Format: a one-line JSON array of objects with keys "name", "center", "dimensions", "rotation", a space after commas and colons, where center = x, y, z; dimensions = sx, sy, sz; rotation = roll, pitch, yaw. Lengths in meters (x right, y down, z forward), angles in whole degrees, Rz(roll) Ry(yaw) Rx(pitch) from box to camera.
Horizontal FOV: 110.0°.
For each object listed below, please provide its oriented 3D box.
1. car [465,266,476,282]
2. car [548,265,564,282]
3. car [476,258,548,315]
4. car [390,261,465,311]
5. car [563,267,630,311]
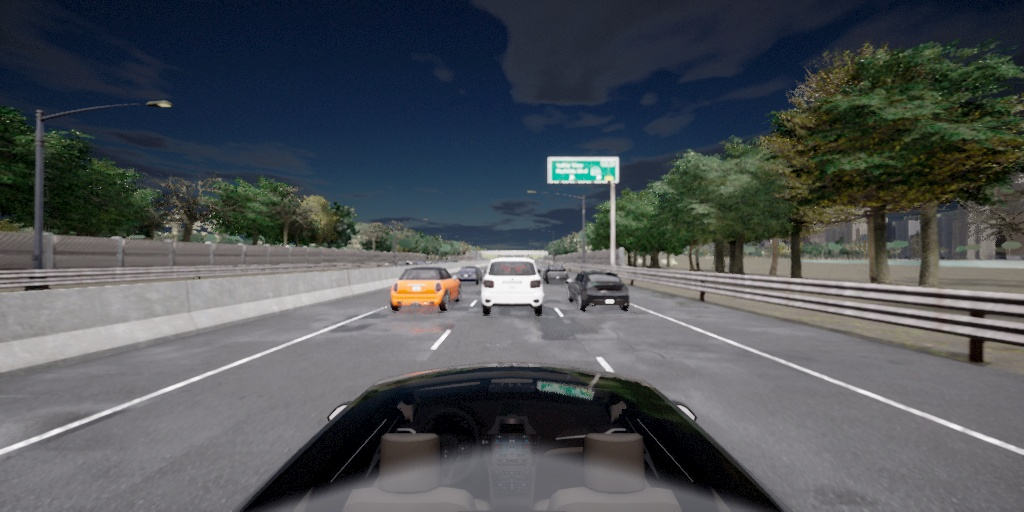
[{"name": "car", "center": [-3.421, 1.542, 29.299], "dimensions": [2.033, 1.411, 5.357], "rotation": [0, 0, 1]}, {"name": "car", "center": [3.594, 1.494, 30.256], "dimensions": [2.128, 1.511, 4.902], "rotation": [0, 0, 1]}, {"name": "car", "center": [0.024, 1.097, 14.385], "dimensions": [2.150, 2.045, 5.566], "rotation": [0, 0, 0]}, {"name": "car", "center": [-3.465, 1.231, 15.225], "dimensions": [2.097, 1.767, 4.553], "rotation": [0, -1, 1]}, {"name": "car", "center": [3.535, 1.388, 15.288], "dimensions": [1.837, 1.490, 4.892], "rotation": [0, 0, 1]}]
